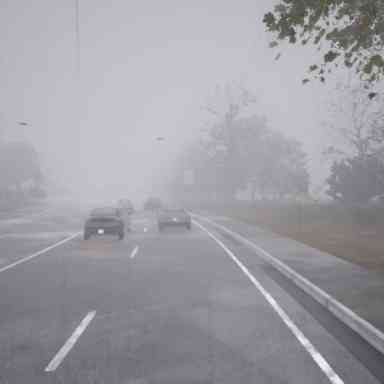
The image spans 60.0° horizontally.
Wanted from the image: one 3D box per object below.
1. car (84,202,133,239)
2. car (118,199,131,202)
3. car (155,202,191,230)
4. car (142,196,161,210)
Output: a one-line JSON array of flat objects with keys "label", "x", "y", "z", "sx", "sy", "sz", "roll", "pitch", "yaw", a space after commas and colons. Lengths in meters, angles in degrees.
[{"label": "car", "x": -4.293, "y": 1.499, "z": 17.331, "sx": 1.837, "sy": 1.490, "sz": 4.892, "roll": 0, "pitch": 1, "yaw": -5}, {"label": "car", "x": -7.931, "y": 1.524, "z": 39.206, "sx": 2.033, "sy": 1.411, "sz": 5.357, "roll": 0, "pitch": 0, "yaw": -14}, {"label": "car", "x": -1.194, "y": 1.551, "z": 21.161, "sx": 1.994, "sy": 1.385, "sz": 4.181, "roll": 0, "pitch": 0, "yaw": -7}, {"label": "car", "x": -5.060, "y": 1.328, "z": 41.844, "sx": 2.097, "sy": 1.767, "sz": 4.553, "roll": 0, "pitch": 0, "yaw": -14}]
